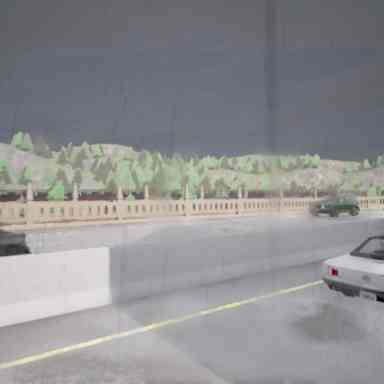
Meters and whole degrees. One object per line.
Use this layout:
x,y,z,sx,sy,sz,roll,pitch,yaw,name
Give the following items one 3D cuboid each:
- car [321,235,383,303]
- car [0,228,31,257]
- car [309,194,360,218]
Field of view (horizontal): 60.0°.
4.998,1.598,7.316,4.718,1.301,1.895,0,0,-36,car
-6.558,1.506,7.913,4.892,1.490,1.837,0,0,-35,car
13.151,1.234,30.542,5.566,2.045,2.150,0,0,-35,car
